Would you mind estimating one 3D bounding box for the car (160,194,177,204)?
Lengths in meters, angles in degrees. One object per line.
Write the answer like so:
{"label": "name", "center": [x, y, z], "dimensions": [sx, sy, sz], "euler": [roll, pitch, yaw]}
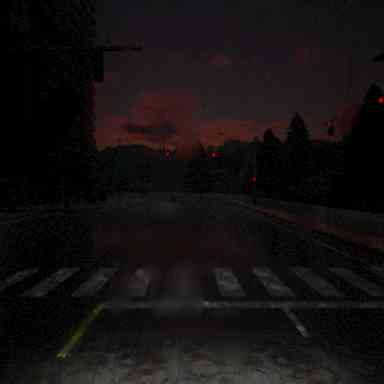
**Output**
{"label": "car", "center": [-3.543, 1.002, 50.147], "dimensions": [1.994, 1.385, 4.181], "euler": [0, 1, 6]}
